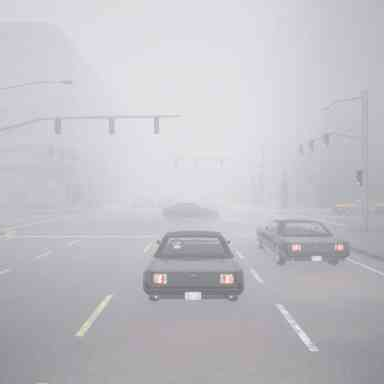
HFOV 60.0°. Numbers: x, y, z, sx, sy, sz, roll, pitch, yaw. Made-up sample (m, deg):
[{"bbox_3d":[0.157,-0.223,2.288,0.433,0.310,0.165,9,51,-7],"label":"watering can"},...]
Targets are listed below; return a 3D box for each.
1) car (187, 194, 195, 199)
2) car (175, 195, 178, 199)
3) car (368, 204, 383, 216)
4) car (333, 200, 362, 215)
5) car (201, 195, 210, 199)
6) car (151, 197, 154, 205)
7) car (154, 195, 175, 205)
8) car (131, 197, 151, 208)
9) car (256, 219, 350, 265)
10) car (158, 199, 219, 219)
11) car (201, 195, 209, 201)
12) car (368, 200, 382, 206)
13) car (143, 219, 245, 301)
[{"bbox_3d":[-0.159,1.355,87.252,2.097,1.767,4.553,0,0,1],"label":"car"},{"bbox_3d":[-3.984,1.505,60.106,1.837,1.490,4.892,0,0,1],"label":"car"},{"bbox_3d":[3.593,1.221,1.903,2.150,2.045,5.566,0,0,0],"label":"car"},{"bbox_3d":[17.189,1.533,34.278,5.008,1.535,1.882,0,0,0],"label":"car"},{"bbox_3d":[3.248,1.595,77.408,1.895,1.301,4.718,0,0,1],"label":"car"},{"bbox_3d":[-7.516,1.547,58.421,2.033,1.411,5.357,0,0,0],"label":"car"},{"bbox_3d":[-4.065,1.547,50.263,2.033,1.411,5.357,0,0,0],"label":"car"},{"bbox_3d":[-7.547,1.505,47.854,1.837,1.490,4.892,0,0,0],"label":"car"},{"bbox_3d":[3.542,1.601,11.655,1.895,1.301,4.718,0,0,0],"label":"car"},{"bbox_3d":[-0.150,1.551,27.084,4.674,1.442,1.812,0,0,0],"label":"car"},{"bbox_3d":[3.343,1.553,87.383,1.994,1.385,4.181,0,0,1],"label":"car"},{"bbox_3d":[19.254,1.547,30.777,4.902,1.511,2.128,0,0,0],"label":"car"},{"bbox_3d":[0.038,1.601,8.267,1.895,1.301,4.718,0,0,0],"label":"car"}]
